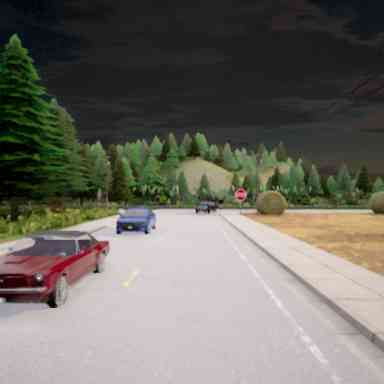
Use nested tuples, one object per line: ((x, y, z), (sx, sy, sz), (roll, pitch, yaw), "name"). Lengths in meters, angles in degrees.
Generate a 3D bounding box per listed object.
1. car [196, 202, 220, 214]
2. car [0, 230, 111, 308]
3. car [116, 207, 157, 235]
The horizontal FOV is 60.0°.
((2.040, 1.965, 42.693), (2.128, 1.511, 4.902), (0, 0, 23), "car")
((-3.521, 1.694, 8.286), (1.895, 1.301, 4.718), (0, -1, 1), "car")
((-3.366, 1.709, 20.753), (1.882, 1.535, 5.008), (0, -1, 1), "car")
